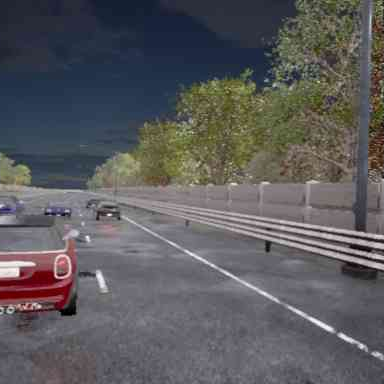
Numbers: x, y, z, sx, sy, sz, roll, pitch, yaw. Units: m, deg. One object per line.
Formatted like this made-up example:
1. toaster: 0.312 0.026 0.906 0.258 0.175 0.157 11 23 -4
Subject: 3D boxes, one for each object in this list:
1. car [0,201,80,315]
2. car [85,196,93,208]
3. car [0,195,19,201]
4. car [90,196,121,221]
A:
1. car: -3.576 1.255 7.178 2.097 1.767 4.553 2 0 -20
2. car: -12.336 1.262 41.814 1.837 1.490 4.892 2 -1 -20
3. car: -13.119 0.985 23.368 2.097 1.767 4.553 2 0 -20
4. car: -6.755 1.388 26.296 1.837 1.490 4.892 2 0 -20
